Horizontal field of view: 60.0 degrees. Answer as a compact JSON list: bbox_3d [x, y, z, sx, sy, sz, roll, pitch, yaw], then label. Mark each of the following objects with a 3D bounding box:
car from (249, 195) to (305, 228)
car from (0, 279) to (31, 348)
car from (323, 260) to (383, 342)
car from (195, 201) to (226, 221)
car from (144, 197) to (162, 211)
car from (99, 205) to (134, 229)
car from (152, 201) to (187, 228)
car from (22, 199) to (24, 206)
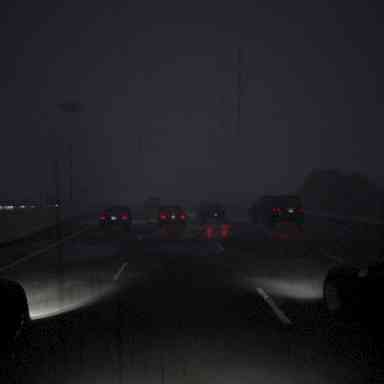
[{"bbox_3d":[5.588,1.222,22.547,2.150,2.045,5.566,0,0,-7],"label":"car"},{"bbox_3d":[-3.550,1.571,3.628,1.994,1.385,4.181,0,0,-1],"label":"car"},{"bbox_3d":[3.438,1.522,4.418,1.812,1.442,4.674,0,0,-1],"label":"car"},{"bbox_3d":[1.414,1.501,27.153,2.128,1.511,4.902,0,0,-8],"label":"car"},{"bbox_3d":[-4.753,1.376,40.903,2.097,1.767,4.553,0,0,-13],"label":"car"},{"bbox_3d":[-4.878,1.564,21.777,2.033,1.411,5.357,0,0,-7],"label":"car"},{"bbox_3d":[-1.457,1.560,22.598,2.033,1.411,5.357,0,0,-7],"label":"car"},{"bbox_3d":[-27.518,1.571,56.360,1.837,1.490,4.892,0,0,-19],"label":"car"}]
